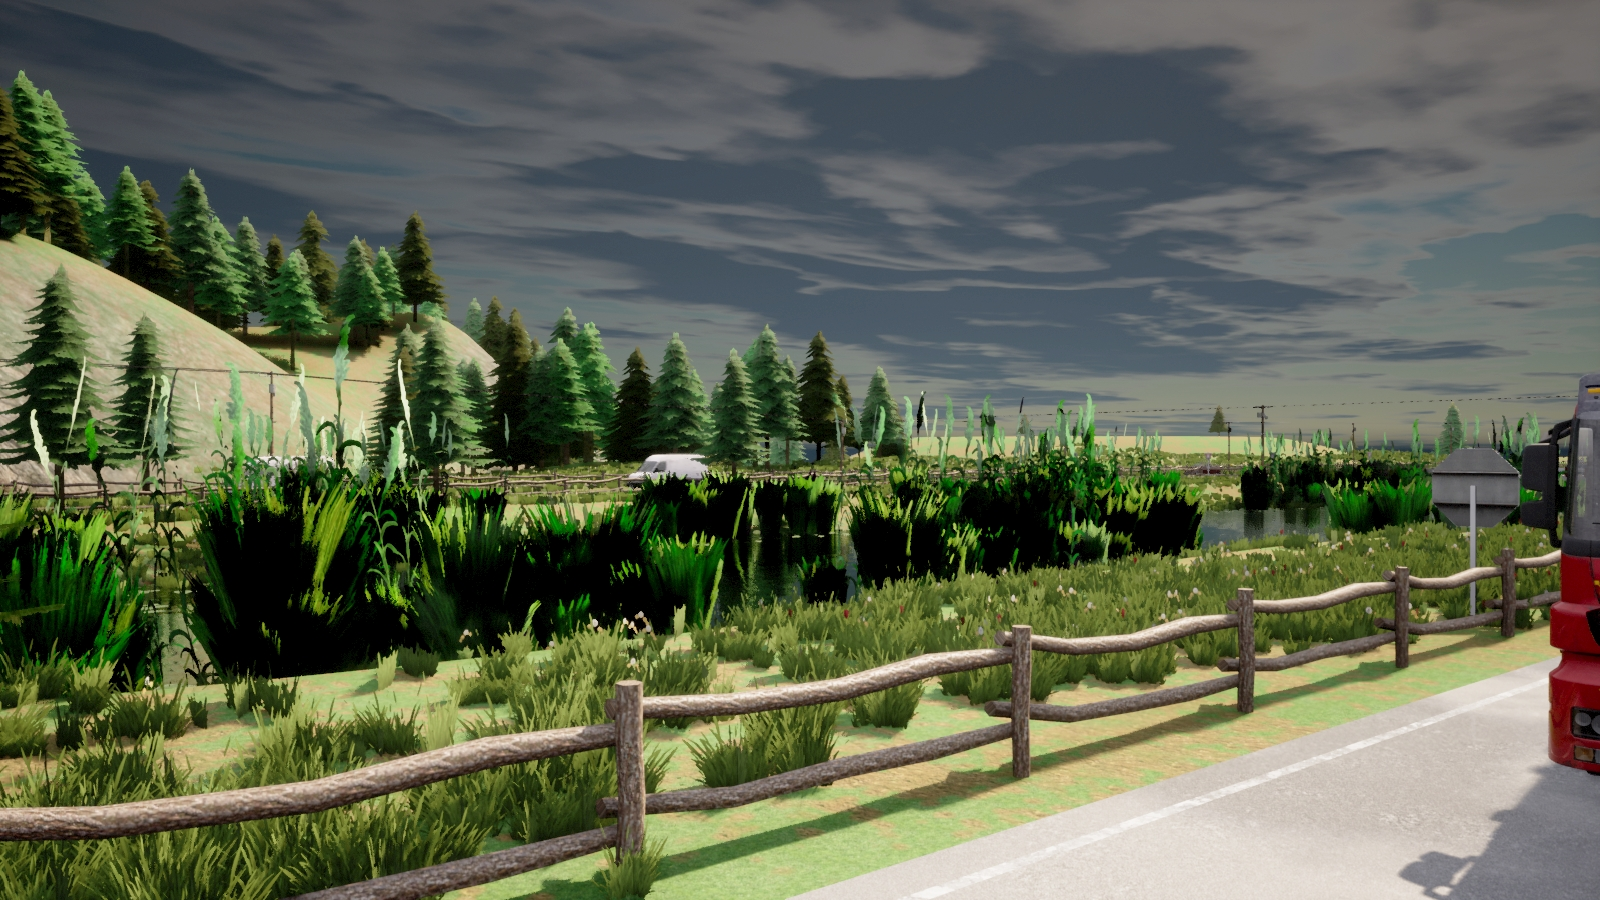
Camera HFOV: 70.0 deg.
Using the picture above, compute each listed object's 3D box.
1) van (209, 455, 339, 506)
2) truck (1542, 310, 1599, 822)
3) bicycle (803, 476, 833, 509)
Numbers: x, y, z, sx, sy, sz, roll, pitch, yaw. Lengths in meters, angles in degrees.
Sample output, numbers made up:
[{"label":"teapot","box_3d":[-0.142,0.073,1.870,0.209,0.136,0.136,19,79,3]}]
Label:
[{"label":"van","box_3d":[-27.813,1.535,60.610,1.988,2.561,5.915,0,0,43]},{"label":"truck","box_3d":[9.610,0.862,10.983,2.891,3.827,8.468,0,0,42]},{"label":"bicycle","box_3d":[0.873,2.029,54.524,1.643,1.496,0.373,-1,0,-43]}]
